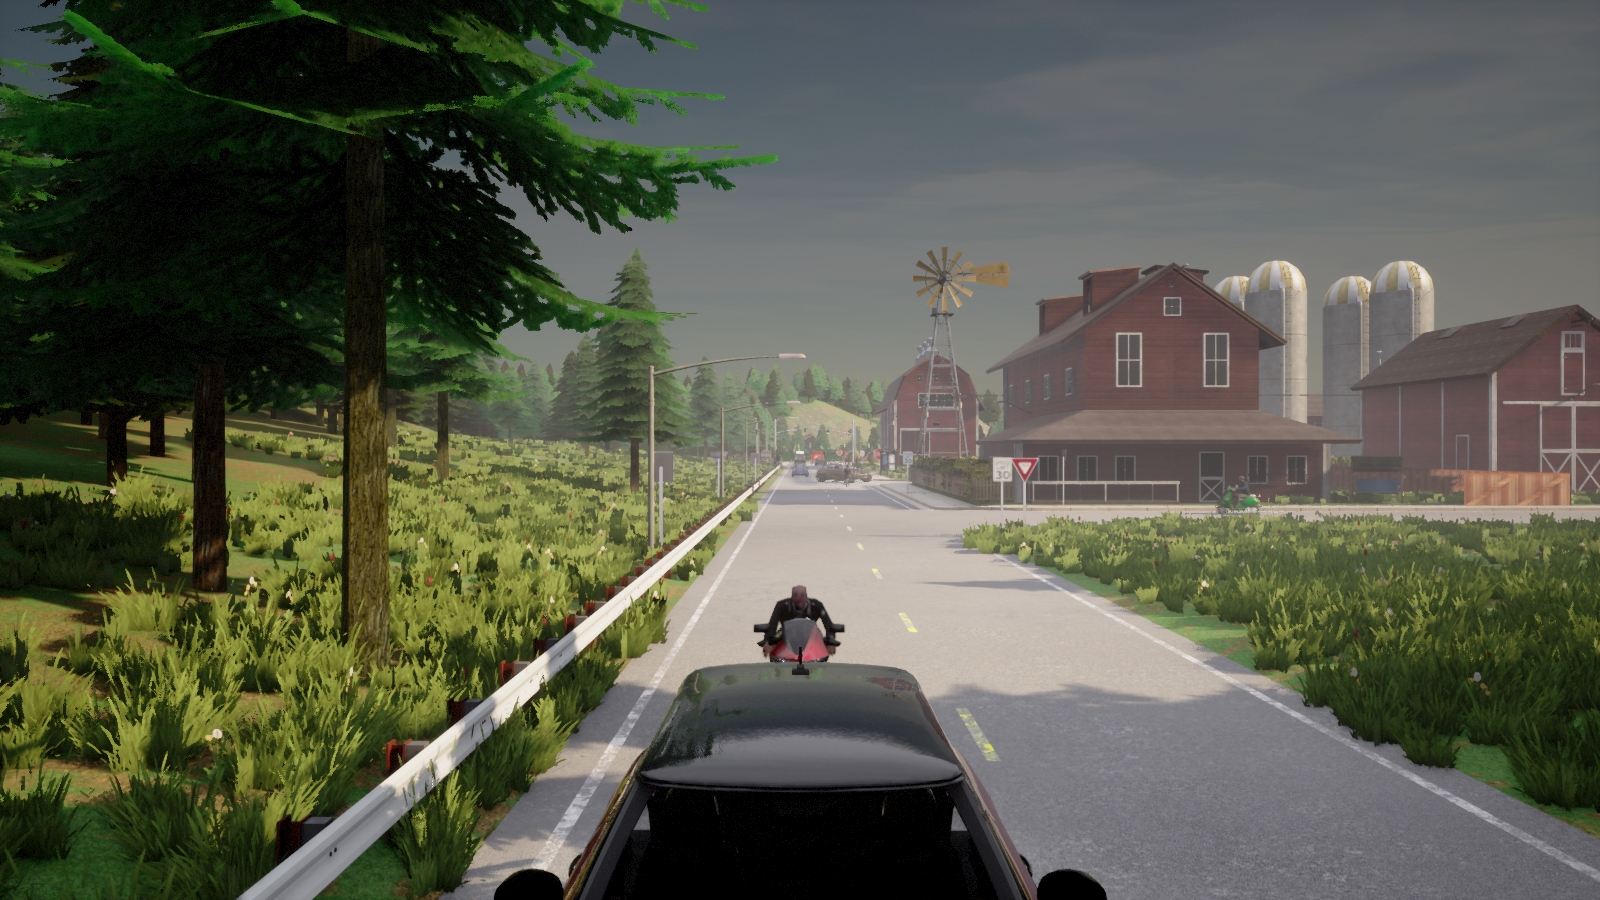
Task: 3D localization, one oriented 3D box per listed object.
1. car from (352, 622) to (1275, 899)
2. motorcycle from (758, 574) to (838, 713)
[{"bbox_3d":[0.033,1.906,4.501,2.097,1.767,4.553,0,0,0],"label":"car"},{"bbox_3d":[-0.021,2.205,13.408,0.867,1.251,2.209,0,0,0],"label":"motorcycle"}]
